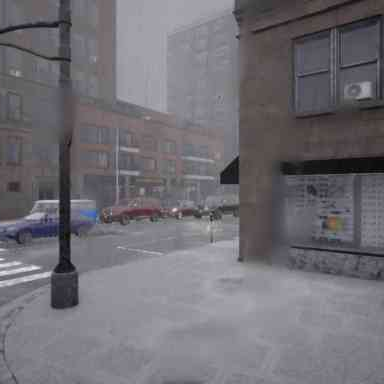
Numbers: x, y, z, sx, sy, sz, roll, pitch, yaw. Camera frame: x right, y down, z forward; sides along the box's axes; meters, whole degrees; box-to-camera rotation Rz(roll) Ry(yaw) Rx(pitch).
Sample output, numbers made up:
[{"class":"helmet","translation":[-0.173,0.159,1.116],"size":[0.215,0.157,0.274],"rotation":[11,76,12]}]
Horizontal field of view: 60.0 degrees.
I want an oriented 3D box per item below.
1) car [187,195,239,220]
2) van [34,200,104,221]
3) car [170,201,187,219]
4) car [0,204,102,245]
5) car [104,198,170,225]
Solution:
[{"class":"car","translation":[2.286,1.251,28.697],"size":[2.150,2.045,5.566],"rotation":[0,0,36]},{"class":"van","translation":[-7.569,1.358,19.785],"size":[1.690,1.788,3.998],"rotation":[0,0,36]},{"class":"car","translation":[-1.006,1.466,28.851],"size":[1.967,1.590,4.097],"rotation":[0,0,36]},{"class":"car","translation":[-6.927,1.540,15.974],"size":[1.812,1.442,4.674],"rotation":[0,0,36]},{"class":"car","translation":[-4.287,1.336,24.318],"size":[2.192,1.841,5.009],"rotation":[0,0,36]}]
